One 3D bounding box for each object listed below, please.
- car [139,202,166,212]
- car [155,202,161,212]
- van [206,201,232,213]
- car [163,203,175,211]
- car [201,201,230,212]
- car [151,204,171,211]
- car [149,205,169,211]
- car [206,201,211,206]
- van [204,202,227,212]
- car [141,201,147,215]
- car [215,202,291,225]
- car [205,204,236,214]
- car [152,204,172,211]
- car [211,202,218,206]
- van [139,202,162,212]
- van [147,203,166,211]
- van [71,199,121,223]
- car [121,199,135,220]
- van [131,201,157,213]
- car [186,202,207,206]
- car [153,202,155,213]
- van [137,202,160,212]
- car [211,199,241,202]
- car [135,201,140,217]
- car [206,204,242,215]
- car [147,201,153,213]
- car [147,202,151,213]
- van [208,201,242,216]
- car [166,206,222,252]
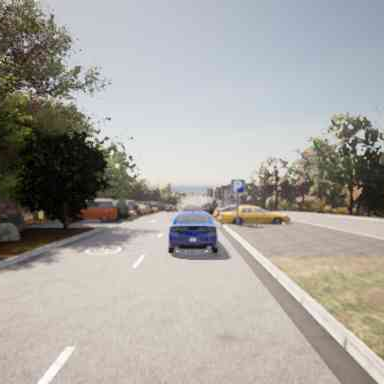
[{"bbox_3d":[-8.531,3.247,72.484,5.566,2.045,2.435,0,-3,0],"label":"car"},{"bbox_3d":[-8.370,2.775,56.012,5.366,1.575,1.946,0,-2,0],"label":"car"},{"bbox_3d":[4.641,2.642,58.628,4.442,1.987,1.878,0,-2,0],"label":"van"},{"bbox_3d":[-3.568,2.965,59.037,1.994,1.385,4.181,0,-2,1],"label":"car"},{"bbox_3d":[4.495,2.824,64.161,5.566,2.045,2.435,0,-3,0],"label":"car"},{"bbox_3d":[-8.536,4.236,91.976,5.566,2.045,2.435,0,-3,0],"label":"car"},{"bbox_3d":[-8.557,4.206,86.428,5.008,1.535,2.097,0,-3,0],"label":"car"},{"bbox_3d":[4.558,1.847,36.433,5.566,2.045,2.435,0,-2,0],"label":"car"},{"bbox_3d":[4.639,2.990,66.933,4.442,1.987,1.878,0,-3,0],"label":"van"},{"bbox_3d":[-8.520,2.172,42.172,4.553,1.767,2.185,0,-2,0],"label":"car"},{"bbox_3d":[4.718,1.760,25.340,5.366,1.575,1.946,0,-2,0],"label":"car"},{"bbox_3d":[4.556,2.705,53.069,4.792,1.488,2.163,0,-2,0],"label":"car"},{"bbox_3d":[-8.537,4.377,94.742,5.566,2.045,2.435,0,-3,0],"label":"car"},{"bbox_3d":[4.525,1.916,30.879,5.008,1.535,2.097,0,-2,0],"label":"car"},{"bbox_3d":[-8.675,3.131,69.715,4.442,1.987,1.878,0,-3,0],"label":"van"},{"bbox_3d":[-8.678,3.694,80.782,4.442,1.987,1.878,0,-3,0],"label":"van"},{"bbox_3d":[-8.665,1.613,28.214,4.442,1.987,1.878,0,-2,0],"label":"van"},{"bbox_3d":[-8.576,1.671,31.105,5.566,2.045,2.435,0,-2,0],"label":"car"},{"bbox_3d":[-8.439,2.648,58.786,4.442,1.987,1.878,0,-2,0],"label":"van"},{"bbox_3d":[0.047,1.869,29.359,1.882,1.535,5.008,0,-1,0],"label":"car"},{"bbox_3d":[-8.547,2.587,50.474,4.892,1.521,2.231,0,-2,0],"label":"car"},{"bbox_3d":[-8.674,2.997,67.074,4.442,1.987,1.878,0,-3,0],"label":"van"},{"bbox_3d":[4.499,1.880,33.658,4.553,1.767,2.185,0,-2,0],"label":"car"},{"bbox_3d":[-8.364,2.009,33.865,5.366,1.575,1.946,0,-2,0],"label":"car"},{"bbox_3d":[4.522,2.483,47.522,5.008,1.535,2.097,0,-2,0],"label":"car"},{"bbox_3d":[-8.548,2.490,47.705,5.008,1.535,2.097,0,-2,0],"label":"car"},{"bbox_3d":[-8.547,2.389,44.811,5.008,1.535,2.097,0,-2,0],"label":"car"},{"bbox_3d":[4.411,2.161,44.755,4.442,1.987,1.878,0,-2,0],"label":"van"},{"bbox_3d":[0.052,1.556,14.221,1.882,1.535,5.008,0,0,0],"label":"car"}]
